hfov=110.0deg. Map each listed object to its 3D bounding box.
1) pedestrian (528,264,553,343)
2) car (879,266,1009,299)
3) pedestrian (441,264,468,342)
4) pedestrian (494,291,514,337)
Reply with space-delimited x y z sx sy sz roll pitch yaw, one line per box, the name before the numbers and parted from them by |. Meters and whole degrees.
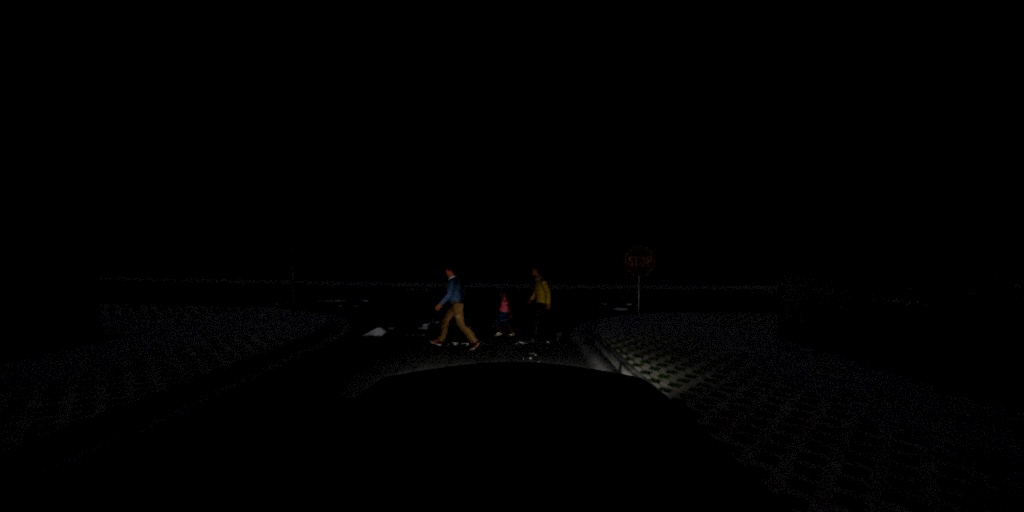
pedestrian | 0.640 1.030 8.113 0.375 1.860 0.375 -1 2 0
car | 20.666 1.227 17.267 4.892 1.490 1.837 -1 2 0
pedestrian | -1.202 1.031 7.513 0.375 1.860 0.375 -1 2 0
pedestrian | -0.186 1.029 8.713 0.375 1.860 0.375 -1 2 0
